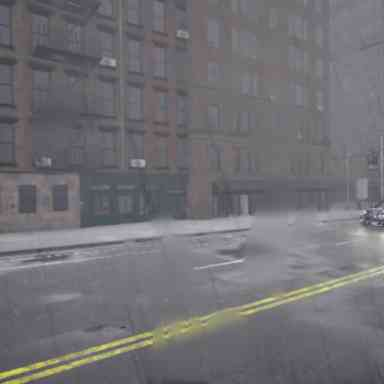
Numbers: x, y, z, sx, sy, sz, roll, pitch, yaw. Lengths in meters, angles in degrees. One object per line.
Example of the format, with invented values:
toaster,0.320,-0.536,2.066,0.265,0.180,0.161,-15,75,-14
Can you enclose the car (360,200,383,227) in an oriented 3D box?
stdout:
car,12.345,1.227,20.515,4.553,1.767,2.097,-1,0,-35
